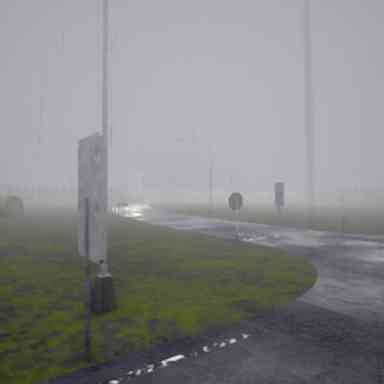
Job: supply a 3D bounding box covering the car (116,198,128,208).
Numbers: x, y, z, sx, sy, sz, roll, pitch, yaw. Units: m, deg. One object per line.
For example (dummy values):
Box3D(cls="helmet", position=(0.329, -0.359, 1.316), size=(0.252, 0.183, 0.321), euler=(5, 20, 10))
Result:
Box3D(cls="car", position=(-11.547, 1.755, 54.768), size=(1.837, 1.490, 4.892), euler=(0, 0, -12))
